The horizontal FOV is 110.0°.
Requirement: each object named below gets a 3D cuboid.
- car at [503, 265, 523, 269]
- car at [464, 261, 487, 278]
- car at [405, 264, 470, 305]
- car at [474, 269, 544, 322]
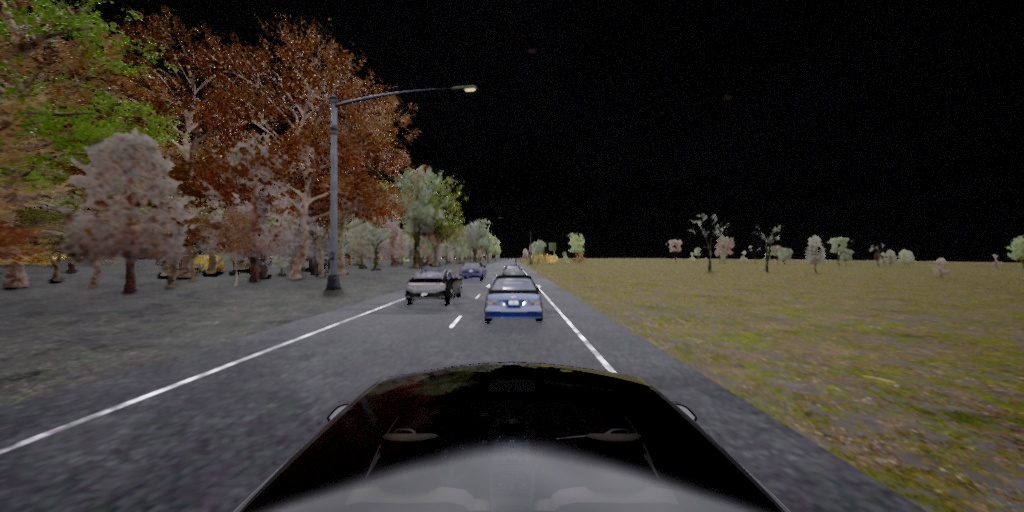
[{"bbox_3d":[0.080,1.474,33.091,1.994,1.385,4.181,0,0,0],"label":"car"},{"bbox_3d":[-3.424,1.257,32.173,2.097,1.767,4.553,0,0,0],"label":"car"},{"bbox_3d":[-3.421,1.315,16.403,2.128,1.511,4.902,0,0,0],"label":"car"},{"bbox_3d":[0.063,1.352,12.466,2.033,1.411,5.357,0,0,0],"label":"car"}]
